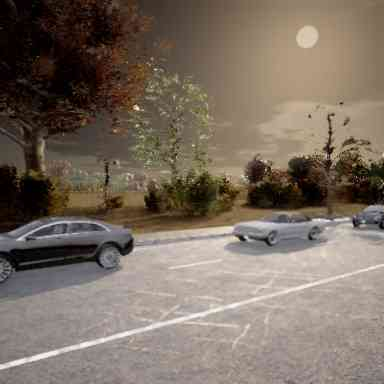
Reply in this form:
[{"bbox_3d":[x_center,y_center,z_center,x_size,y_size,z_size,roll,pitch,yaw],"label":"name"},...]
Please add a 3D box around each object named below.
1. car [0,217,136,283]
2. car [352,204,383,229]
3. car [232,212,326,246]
[{"bbox_3d":[-4.054,1.501,9.671,4.902,1.511,2.128,0,0,-35],"label":"car"},{"bbox_3d":[12.307,1.524,21.709,4.674,1.442,1.812,0,0,-37],"label":"car"},{"bbox_3d":[4.112,1.617,15.495,4.718,1.301,1.895,0,0,-36],"label":"car"}]
